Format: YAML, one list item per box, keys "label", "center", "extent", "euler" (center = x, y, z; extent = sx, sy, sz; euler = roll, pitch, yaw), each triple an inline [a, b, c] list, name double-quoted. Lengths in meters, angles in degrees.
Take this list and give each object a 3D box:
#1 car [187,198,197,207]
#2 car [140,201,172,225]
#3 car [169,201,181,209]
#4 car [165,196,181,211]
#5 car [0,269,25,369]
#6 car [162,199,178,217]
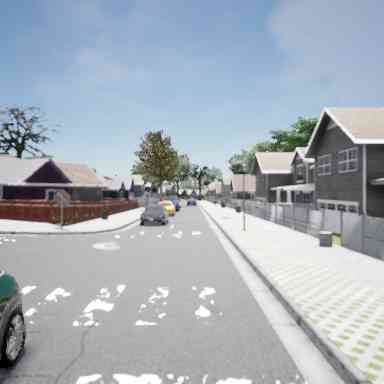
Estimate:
- label: "car"
  center: [-0.047, 2.141, 67.522]
  extent: [1.882, 1.535, 5.008]
  euler: [0, -1, 0]
- label: "car"
  center: [-2.861, 1.726, 25.879]
  extent: [1.837, 1.490, 4.892]
  euler: [0, -1, 0]
- label: "car"
  center: [-2.840, 2.140, 56.890]
  extent: [1.895, 1.301, 4.718]
  euler: [0, -1, 0]
- label: "car"
  center: [-2.864, 1.646, 46.347]
  extent: [2.150, 2.045, 5.566]
  euler: [0, 0, 1]
- label: "car"
  center: [-3.097, 1.373, 2.627]
  extent: [2.097, 1.767, 4.553]
  euler: [0, 0, -8]
- label: "car"
  center: [-2.870, 1.798, 36.138]
  extent: [1.882, 1.535, 5.008]
  euler: [0, -1, 0]
